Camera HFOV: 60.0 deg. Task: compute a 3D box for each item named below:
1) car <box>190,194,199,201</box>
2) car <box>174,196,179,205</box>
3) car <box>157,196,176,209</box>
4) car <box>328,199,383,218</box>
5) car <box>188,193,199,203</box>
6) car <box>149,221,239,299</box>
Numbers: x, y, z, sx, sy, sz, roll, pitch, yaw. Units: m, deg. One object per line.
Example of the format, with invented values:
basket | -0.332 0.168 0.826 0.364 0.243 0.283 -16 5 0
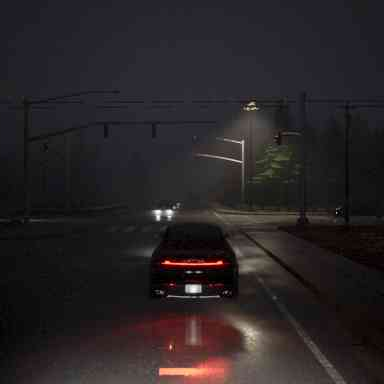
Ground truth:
car | 0.580 1.355 80.886 2.097 1.767 4.553 0 0 2
car | -3.564 1.478 55.147 1.882 1.535 5.008 0 0 0
car | -3.592 1.601 44.865 1.895 1.301 4.718 0 0 0
car | 14.590 1.379 29.596 4.553 1.767 2.097 0 0 1
car | 0.306 1.224 70.494 2.150 2.045 5.566 0 0 2
car | 0.049 1.501 8.461 1.837 1.490 4.892 0 0 1
